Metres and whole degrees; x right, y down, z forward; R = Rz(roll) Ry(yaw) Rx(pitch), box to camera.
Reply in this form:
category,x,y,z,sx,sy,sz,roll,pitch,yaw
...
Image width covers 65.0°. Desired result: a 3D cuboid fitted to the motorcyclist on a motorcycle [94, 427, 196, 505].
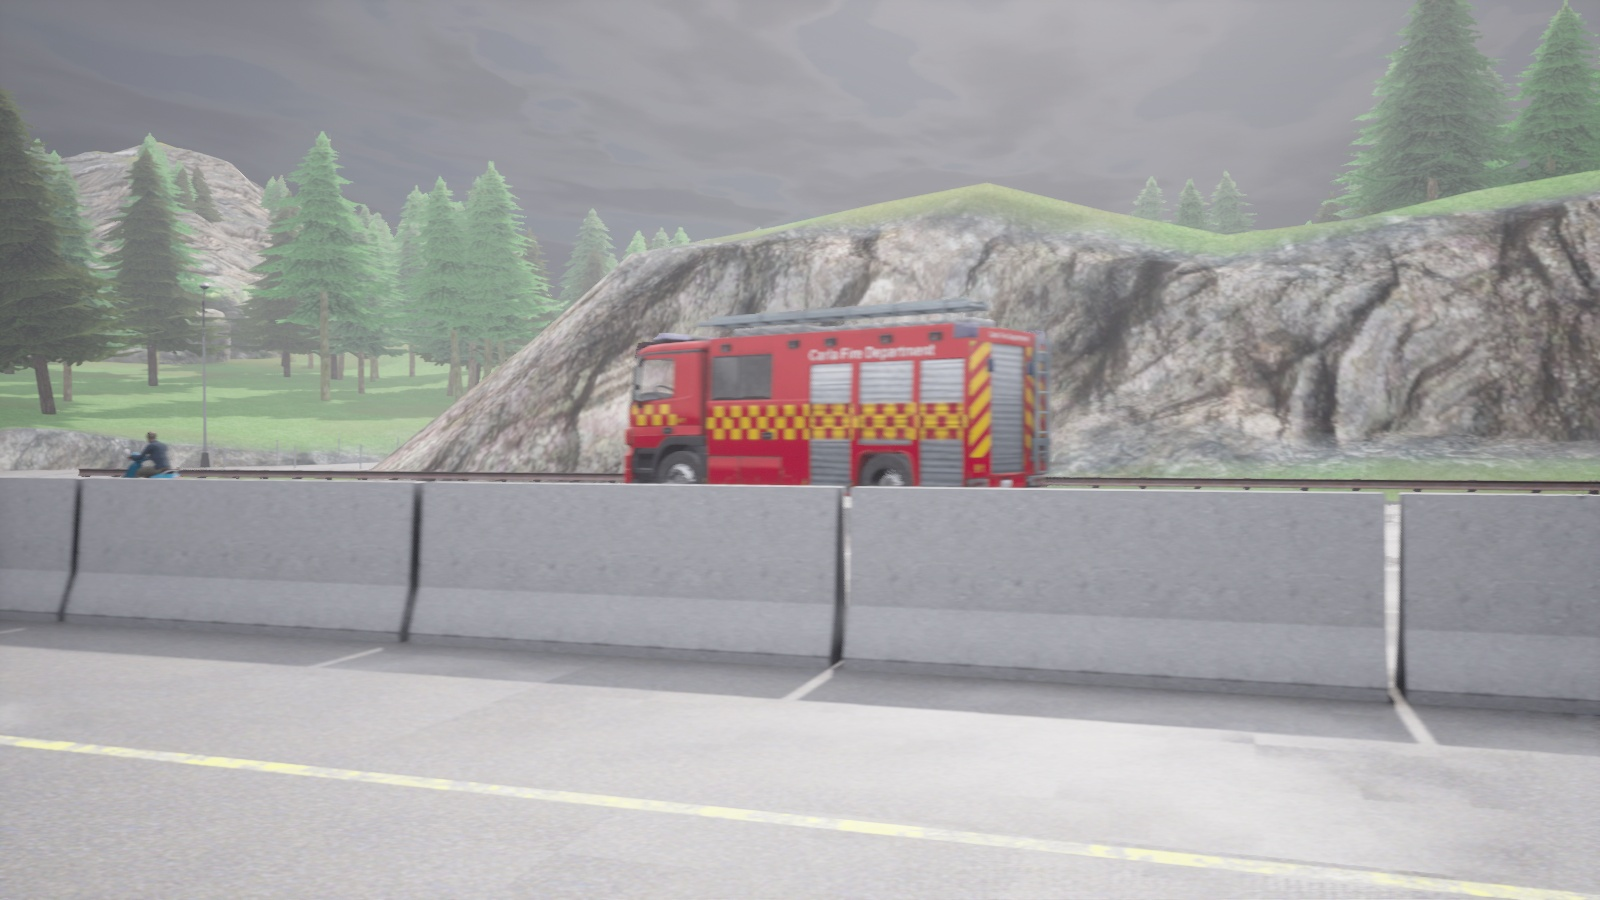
category,x,y,z,sx,sy,sz,roll,pitch,yaw
motorcyclist on a motorcycle,-13.689,0.308,26.260,1.817,1.590,0.866,1,1,19

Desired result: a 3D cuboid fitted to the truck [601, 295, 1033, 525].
category,x,y,z,sx,sy,sz,roll,pitch,yaw
truck,0.068,-0.734,24.715,8.468,3.827,2.891,1,1,38
